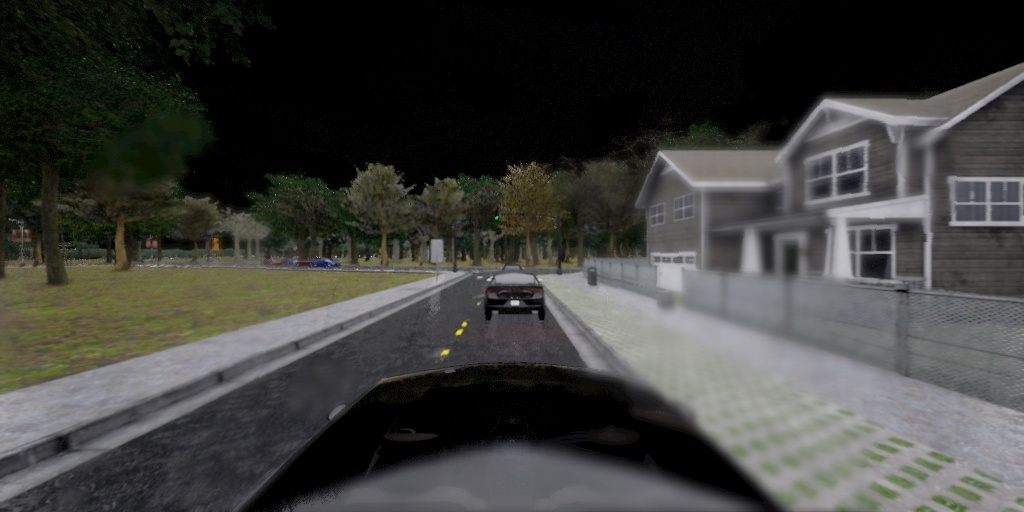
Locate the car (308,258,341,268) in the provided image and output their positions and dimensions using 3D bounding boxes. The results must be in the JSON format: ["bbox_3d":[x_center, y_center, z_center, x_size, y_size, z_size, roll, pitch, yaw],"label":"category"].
[{"bbox_3d":[-29.996,1.193,57.997,5.008,1.535,1.882,0,0,24],"label":"car"}]

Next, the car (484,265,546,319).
[{"bbox_3d":[0.099,1.215,12.720,1.882,1.535,5.008,0,-1,0],"label":"car"}]
